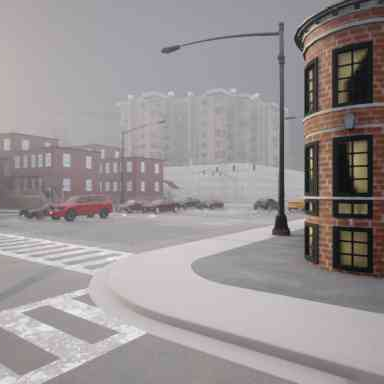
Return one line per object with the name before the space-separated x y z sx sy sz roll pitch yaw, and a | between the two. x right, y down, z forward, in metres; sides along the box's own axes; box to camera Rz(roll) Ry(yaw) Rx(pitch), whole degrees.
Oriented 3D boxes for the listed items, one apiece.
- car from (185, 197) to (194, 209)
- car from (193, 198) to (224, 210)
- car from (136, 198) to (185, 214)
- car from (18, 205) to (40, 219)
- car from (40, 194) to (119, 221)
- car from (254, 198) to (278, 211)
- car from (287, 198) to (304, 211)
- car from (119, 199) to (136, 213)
car | -0.682 1.492 45.275 2.128 1.511 4.902 0 0 36
car | 2.538 1.564 43.761 1.994 1.385 4.181 0 0 35
car | -3.313 1.478 35.610 1.882 1.535 5.008 0 0 36
car | -12.189 1.547 29.221 2.033 1.411 5.357 0 0 36
car | -9.109 1.221 27.509 2.150 2.045 5.566 0 0 36
car | 9.234 1.504 40.812 1.837 1.490 4.892 0 0 36
car | 13.184 1.478 40.296 1.882 1.535 5.008 0 0 36
car | -6.460 1.526 37.213 1.812 1.442 4.674 0 0 35
